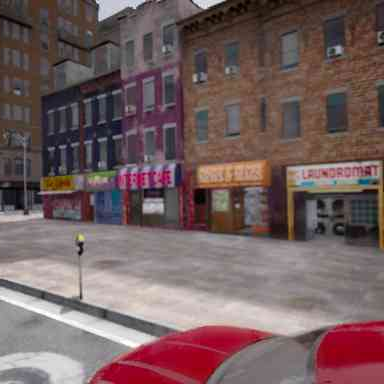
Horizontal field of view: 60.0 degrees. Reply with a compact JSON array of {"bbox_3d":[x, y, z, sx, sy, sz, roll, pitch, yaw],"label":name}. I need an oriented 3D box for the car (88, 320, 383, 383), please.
[{"bbox_3d":[1.207,1.545,1.969,4.507,1.381,1.887,-1,-1,35],"label":"car"}]
